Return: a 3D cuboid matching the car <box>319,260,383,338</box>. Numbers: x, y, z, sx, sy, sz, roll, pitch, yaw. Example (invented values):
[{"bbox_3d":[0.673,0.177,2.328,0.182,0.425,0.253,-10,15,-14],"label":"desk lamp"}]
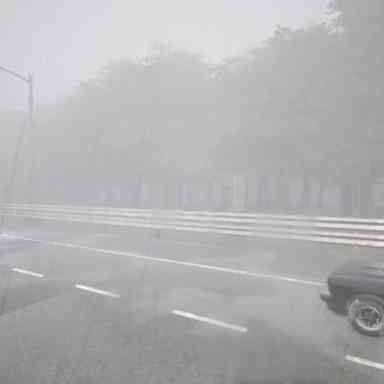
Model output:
[{"bbox_3d":[4.495,1.602,4.964,4.718,1.301,1.895,0,0,36],"label":"car"}]
